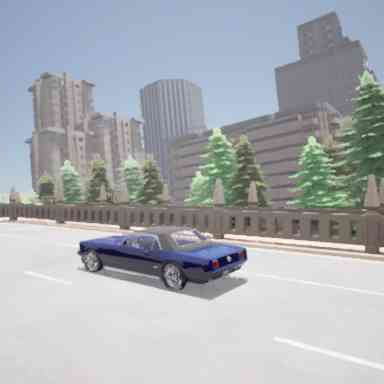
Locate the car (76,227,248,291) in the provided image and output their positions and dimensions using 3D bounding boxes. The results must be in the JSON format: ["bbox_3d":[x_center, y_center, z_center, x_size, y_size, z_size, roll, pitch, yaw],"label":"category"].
[{"bbox_3d":[-1.015,1.601,9.017,4.718,1.301,1.895,0,0,36],"label":"car"}]
